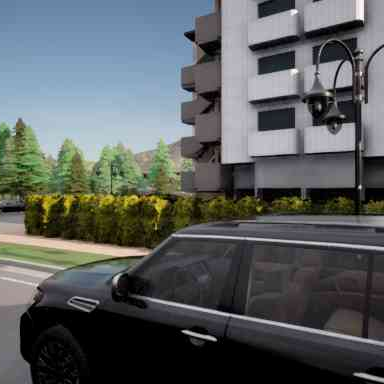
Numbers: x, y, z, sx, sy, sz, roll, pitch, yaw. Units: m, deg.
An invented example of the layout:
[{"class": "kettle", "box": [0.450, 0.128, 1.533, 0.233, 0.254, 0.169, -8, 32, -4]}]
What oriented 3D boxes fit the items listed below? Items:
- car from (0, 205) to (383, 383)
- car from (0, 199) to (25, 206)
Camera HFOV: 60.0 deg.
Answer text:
[{"class": "car", "box": [0.714, 1.221, 3.158, 5.566, 2.045, 2.150, 0, 0, 34]}, {"class": "car", "box": [-18.242, 1.491, 33.496, 2.128, 1.511, 4.902, 0, 0, 33]}]
